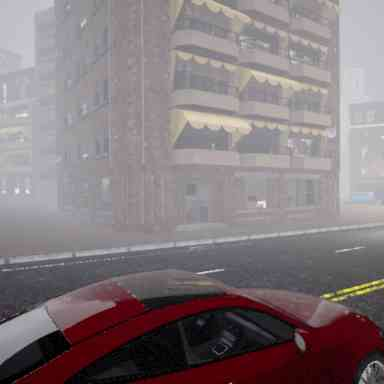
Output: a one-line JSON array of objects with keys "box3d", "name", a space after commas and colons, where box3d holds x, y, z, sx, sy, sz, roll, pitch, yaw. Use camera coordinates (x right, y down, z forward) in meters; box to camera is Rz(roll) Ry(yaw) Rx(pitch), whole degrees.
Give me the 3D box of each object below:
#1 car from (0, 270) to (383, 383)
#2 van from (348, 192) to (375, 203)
[{"box3d": [-0.042, 1.525, 3.156, 4.674, 1.442, 1.812, 0, 0, -32], "name": "car"}, {"box3d": [28.798, 0.880, 56.419, 3.998, 1.788, 1.690, 1, 0, 25], "name": "van"}]
